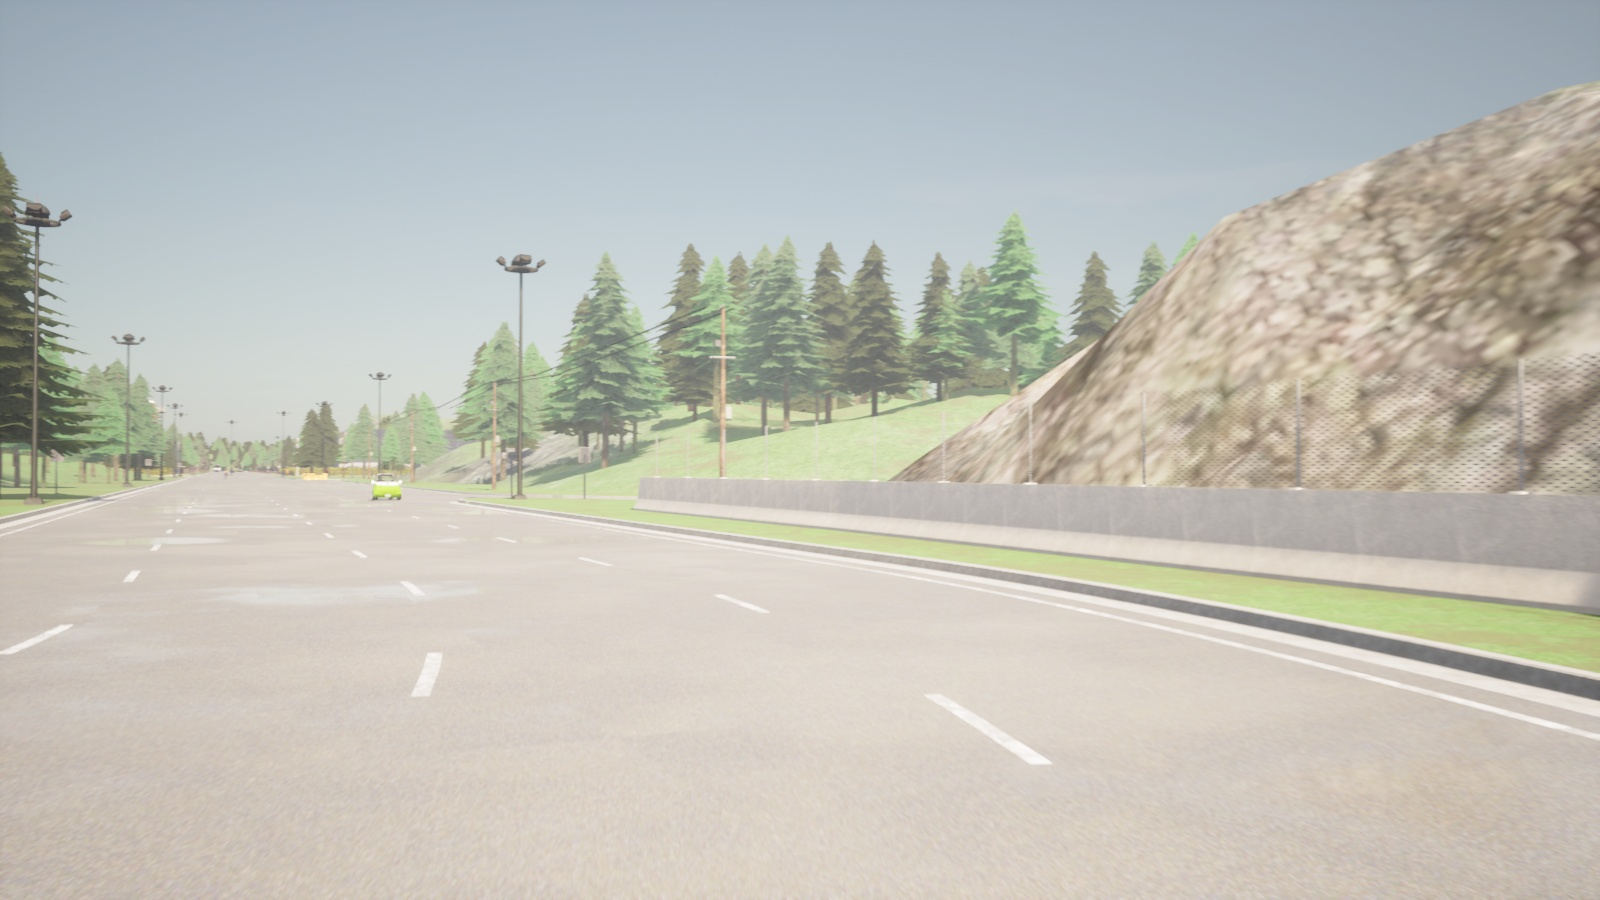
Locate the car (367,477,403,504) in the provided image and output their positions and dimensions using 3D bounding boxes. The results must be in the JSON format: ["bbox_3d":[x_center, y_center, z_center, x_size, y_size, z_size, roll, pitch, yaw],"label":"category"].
[{"bbox_3d":[-21.044,2.041,63.673,1.481,1.376,2.207,0,-1,-25],"label":"car"}]
